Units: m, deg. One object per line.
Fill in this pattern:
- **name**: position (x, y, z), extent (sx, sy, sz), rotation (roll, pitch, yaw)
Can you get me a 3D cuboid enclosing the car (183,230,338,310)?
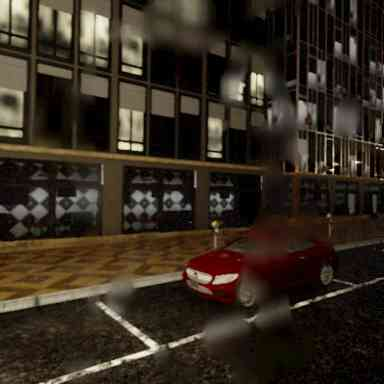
- **car**: position (1.763, 1.582, 7.800), extent (4.206, 1.307, 1.802), rotation (0, 1, -35)
